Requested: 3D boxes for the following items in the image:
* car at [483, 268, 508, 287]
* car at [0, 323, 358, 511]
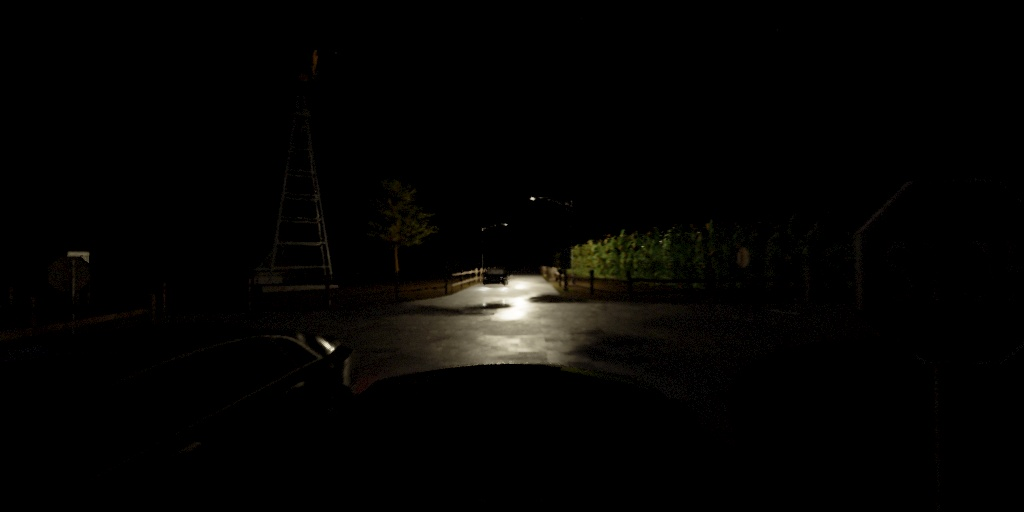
[{"bbox_3d":[-1.351,1.747,30.639,1.882,1.535,5.008,0,-1,3],"label":"car"},{"bbox_3d":[-2.654,1.288,2.020,1.837,1.490,4.892,0,-1,3],"label":"car"}]
